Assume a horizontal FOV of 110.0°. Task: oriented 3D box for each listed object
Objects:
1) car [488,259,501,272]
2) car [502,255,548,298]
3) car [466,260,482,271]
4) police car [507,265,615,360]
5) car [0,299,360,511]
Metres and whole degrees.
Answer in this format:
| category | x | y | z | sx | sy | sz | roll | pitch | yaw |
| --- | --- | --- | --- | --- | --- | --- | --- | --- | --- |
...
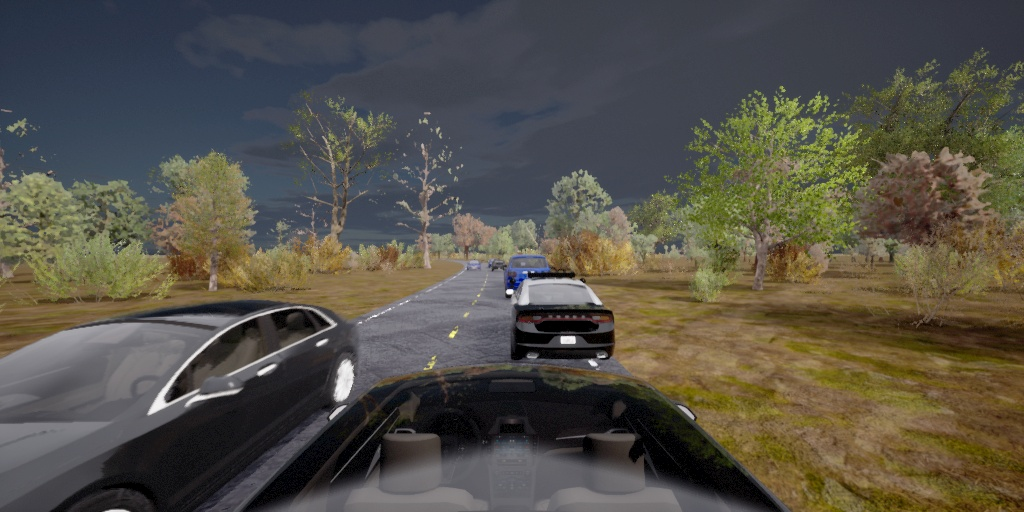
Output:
| category | x | y | z | sx | sy | sz | roll | pitch | yaw |
| --- | --- | --- | --- | --- | --- | --- | --- | --- | --- |
| car | -1.787 | 1.248 | 46.959 | 1.837 | 1.490 | 4.892 | 0 | 0 | -5 |
| car | 0.716 | 0.970 | 18.430 | 2.150 | 2.045 | 5.566 | 0 | 0 | -2 |
| car | -5.017 | 1.271 | 47.633 | 1.812 | 1.442 | 4.674 | 0 | 0 | -5 |
| police car | 0.899 | 1.173 | 8.463 | 1.930 | 1.638 | 5.238 | 0 | 0 | 0 |
| car | -3.118 | 1.254 | 3.344 | 1.837 | 1.490 | 4.892 | 0 | 0 | 0 |
